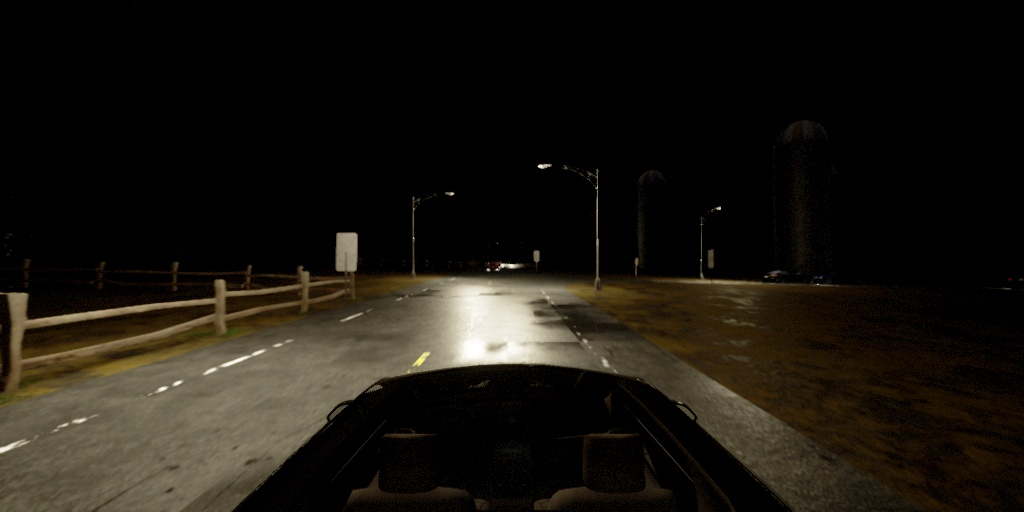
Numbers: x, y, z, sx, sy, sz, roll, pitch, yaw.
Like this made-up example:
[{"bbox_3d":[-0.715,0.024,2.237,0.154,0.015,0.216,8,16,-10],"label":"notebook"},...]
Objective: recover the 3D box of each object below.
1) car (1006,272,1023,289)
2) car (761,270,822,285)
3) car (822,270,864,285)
[{"bbox_3d":[49.665,2.291,33.502,4.553,1.767,2.097,1,-2,0],"label":"car"},{"bbox_3d":[25.852,1.976,33.597,4.181,1.385,1.994,1,-2,0],"label":"car"},{"bbox_3d":[32.988,2.179,36.510,4.674,1.442,1.812,1,-2,0],"label":"car"}]
